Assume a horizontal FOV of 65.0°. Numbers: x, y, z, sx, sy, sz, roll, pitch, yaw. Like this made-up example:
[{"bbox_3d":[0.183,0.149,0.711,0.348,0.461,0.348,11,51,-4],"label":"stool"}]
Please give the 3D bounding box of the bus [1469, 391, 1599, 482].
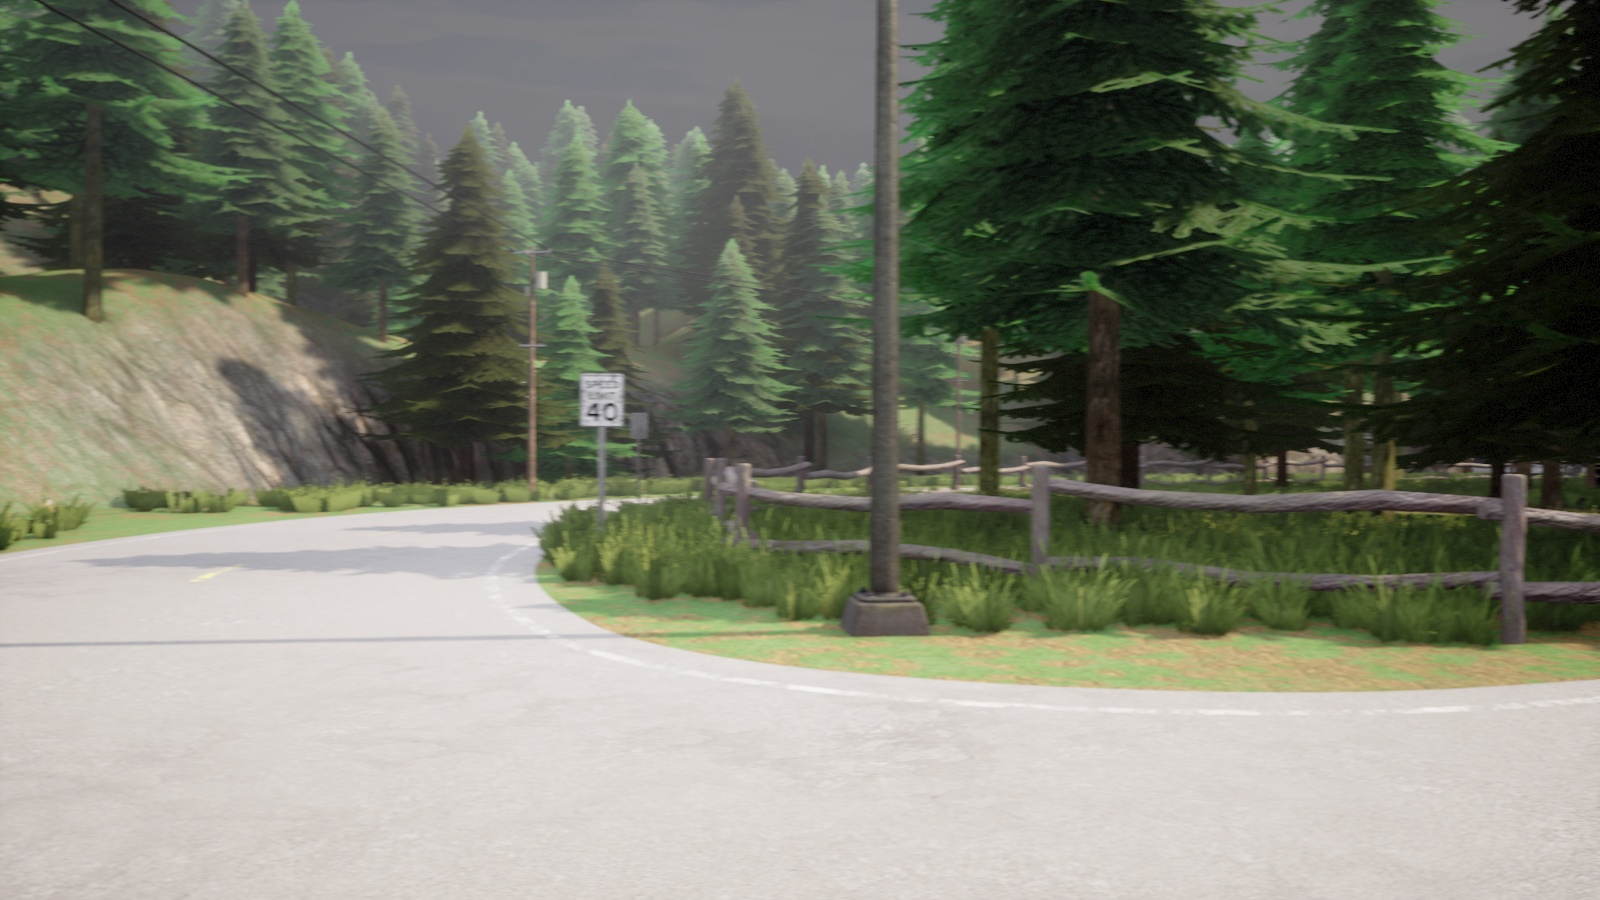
[{"bbox_3d":[38.561,-0.629,62.117,10.273,4.253,3.944,0,0,-21],"label":"bus"}]
